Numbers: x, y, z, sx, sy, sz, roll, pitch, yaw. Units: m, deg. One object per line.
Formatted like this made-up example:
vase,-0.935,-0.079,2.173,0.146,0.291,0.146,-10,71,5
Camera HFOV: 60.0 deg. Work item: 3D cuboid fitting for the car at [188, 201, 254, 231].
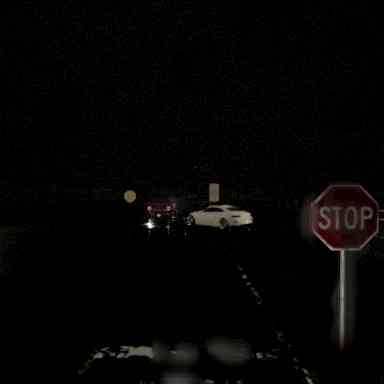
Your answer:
car,1.680,1.504,20.615,1.812,1.442,4.674,-2,1,-40

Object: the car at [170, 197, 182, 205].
car,-2.742,1.509,57.792,1.994,1.385,4.181,0,0,1

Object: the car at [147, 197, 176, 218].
car,-2.757,1.333,29.348,2.097,1.767,4.553,0,0,-1

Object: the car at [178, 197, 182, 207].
car,-2.769,1.560,47.896,1.895,1.301,4.718,0,0,0

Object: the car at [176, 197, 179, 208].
car,-2.797,1.572,38.304,1.895,1.301,4.718,0,0,0

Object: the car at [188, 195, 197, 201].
car,0.093,1.421,71.680,1.837,1.490,4.892,0,0,0
